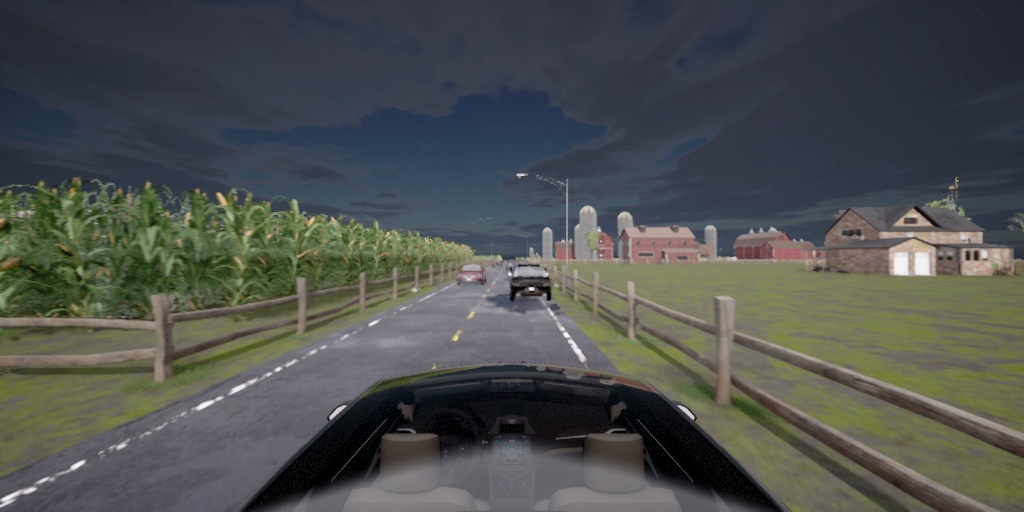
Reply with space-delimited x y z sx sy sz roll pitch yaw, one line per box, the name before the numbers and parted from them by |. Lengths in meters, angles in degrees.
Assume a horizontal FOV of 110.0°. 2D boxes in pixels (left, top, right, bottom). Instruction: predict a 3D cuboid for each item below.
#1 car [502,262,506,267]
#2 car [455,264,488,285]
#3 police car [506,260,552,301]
car | 0.002 1.285 53.471 2.128 1.511 4.902 0 0 0
car | -2.848 1.286 26.072 1.812 1.442 4.674 0 0 0
police car | 0.823 1.182 17.708 1.930 1.638 5.238 0 0 0
